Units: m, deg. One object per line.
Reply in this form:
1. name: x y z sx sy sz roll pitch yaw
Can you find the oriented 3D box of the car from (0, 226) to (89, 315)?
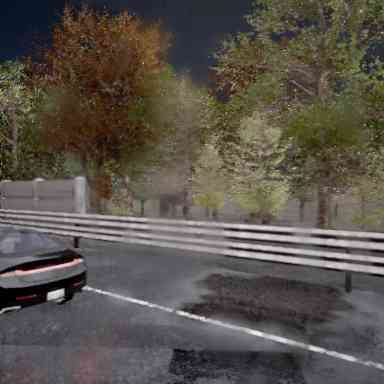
1. car: -4.225 1.476 6.895 4.902 1.511 2.128 0 0 35
